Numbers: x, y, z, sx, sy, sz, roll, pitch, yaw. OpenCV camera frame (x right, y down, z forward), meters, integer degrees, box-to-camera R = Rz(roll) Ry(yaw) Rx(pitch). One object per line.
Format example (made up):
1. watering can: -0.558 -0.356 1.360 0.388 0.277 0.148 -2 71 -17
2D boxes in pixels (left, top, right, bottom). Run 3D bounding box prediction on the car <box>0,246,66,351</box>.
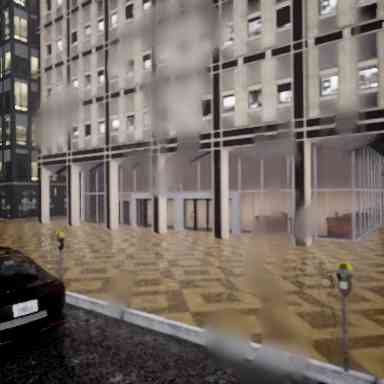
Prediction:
1. car: -3.931 1.615 5.684 4.313 1.339 1.947 -1 -1 36
